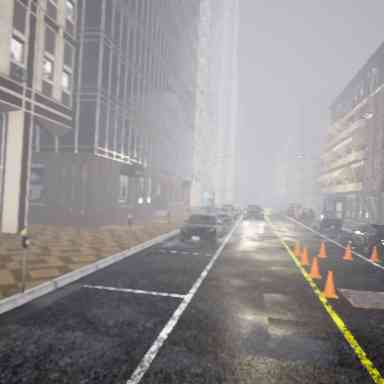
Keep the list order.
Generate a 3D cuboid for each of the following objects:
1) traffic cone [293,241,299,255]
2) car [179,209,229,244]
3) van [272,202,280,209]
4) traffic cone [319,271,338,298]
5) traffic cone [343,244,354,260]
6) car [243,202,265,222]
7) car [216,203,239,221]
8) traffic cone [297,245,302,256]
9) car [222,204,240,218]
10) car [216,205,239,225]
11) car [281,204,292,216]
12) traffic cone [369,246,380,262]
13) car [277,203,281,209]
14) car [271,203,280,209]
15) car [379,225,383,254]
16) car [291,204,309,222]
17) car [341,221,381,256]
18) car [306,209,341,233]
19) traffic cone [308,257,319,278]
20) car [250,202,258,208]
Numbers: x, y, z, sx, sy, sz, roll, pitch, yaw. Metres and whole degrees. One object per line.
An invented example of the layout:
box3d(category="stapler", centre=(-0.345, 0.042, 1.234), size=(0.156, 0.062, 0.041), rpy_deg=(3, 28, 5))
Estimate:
box3d(category="traffic cone", centre=(4.436, 2.343, 13.974), size=(0.340, 0.580, 0.340), rpy_deg=(3, -1, 10))
box3d(category="car", centre=(0.589, 1.792, 17.325), size=(1.947, 1.339, 4.313), rpy_deg=(3, -1, 10))
box3d(category="van", centre=(21.117, 3.404, 82.446), size=(1.690, 1.788, 3.998), rpy_deg=(3, -1, 10))
box3d(category="traffic cone", centre=(3.348, 2.220, 8.075), size=(0.340, 0.580, 0.340), rpy_deg=(3, -1, 10))
box3d(category="traffic cone", centre=(6.400, 2.440, 13.610), size=(0.340, 0.580, 0.340), rpy_deg=(3, -1, 10))
box3d(category="car", centre=(6.538, 2.091, 35.136), size=(2.097, 1.767, 4.553), rpy_deg=(3, -1, 11))
box3d(category="car", centre=(3.667, 2.018, 33.989), size=(1.967, 1.590, 4.097), rpy_deg=(3, -1, 10))
box3d(category="traffic cone", centre=(4.074, 2.302, 12.008), size=(0.340, 0.580, 0.340), rpy_deg=(3, -1, 10))
box3d(category="car", centre=(4.656, 2.217, 39.373), size=(1.752, 1.417, 4.829), rpy_deg=(3, -1, 10))
box3d(category="car", centre=(2.638, 2.010, 28.433), size=(2.008, 1.369, 4.403), rpy_deg=(3, -1, 10))
box3d(category="car", centre=(14.977, 2.656, 49.125), size=(2.192, 1.841, 5.009), rpy_deg=(3, -1, 10))
box3d(category="traffic cone", centre=(7.382, 2.489, 13.428), size=(0.340, 0.580, 0.340), rpy_deg=(3, -1, 10))
box3d(category="car", centre=(17.010, 3.160, 60.229), size=(1.802, 1.307, 4.206), rpy_deg=(3, -1, 10))
box3d(category="car", centre=(22.130, 3.750, 87.998), size=(1.947, 1.339, 4.313), rpy_deg=(3, -1, 10))
box3d(category="car", centre=(7.828, 2.047, 10.413), size=(1.752, 1.417, 4.829), rpy_deg=(3, -1, 10))
box3d(category="car", centre=(12.922, 2.544, 38.015), size=(1.967, 1.590, 4.097), rpy_deg=(3, -1, 10))
box3d(category="car", centre=(8.820, 2.200, 15.799), size=(1.947, 1.339, 4.313), rpy_deg=(3, -1, 10))
box3d(category="car", centre=(10.868, 2.419, 26.907), size=(2.008, 1.369, 4.403), rpy_deg=(3, -1, 10))
box3d(category="traffic cone", centre=(3.710, 2.261, 10.042), size=(0.340, 0.580, 0.340), rpy_deg=(3, -1, 10))
box3d(category="car", centre=(16.140, 3.336, 86.828), size=(1.882, 1.535, 5.008), rpy_deg=(3, -1, 10))
